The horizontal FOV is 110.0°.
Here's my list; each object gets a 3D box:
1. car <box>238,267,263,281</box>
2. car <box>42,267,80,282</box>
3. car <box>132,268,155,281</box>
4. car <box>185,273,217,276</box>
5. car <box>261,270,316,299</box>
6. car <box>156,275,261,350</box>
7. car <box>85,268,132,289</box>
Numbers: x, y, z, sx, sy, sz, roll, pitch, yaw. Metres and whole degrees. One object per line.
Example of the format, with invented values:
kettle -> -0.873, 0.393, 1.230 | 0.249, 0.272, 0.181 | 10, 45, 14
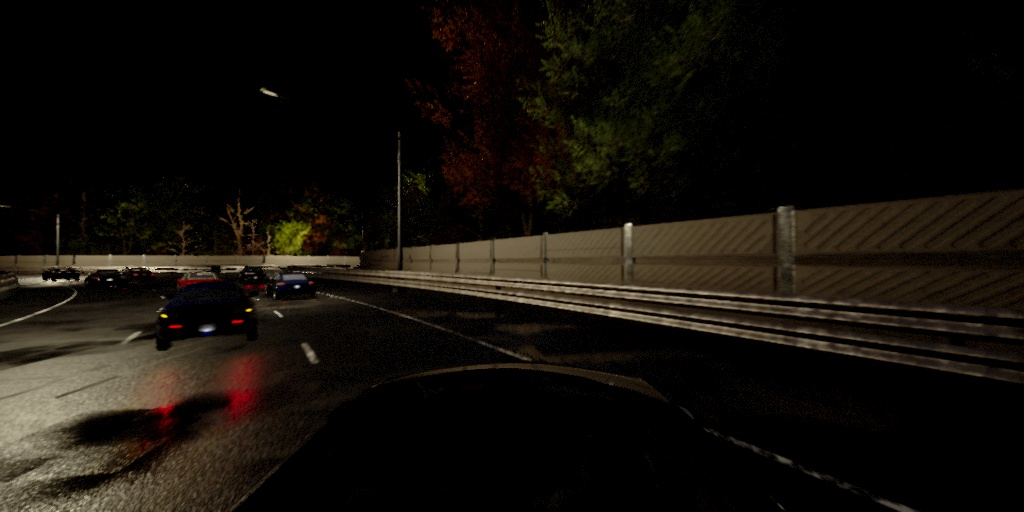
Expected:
car -> -24.330, 1.766, 33.642 | 2.128, 1.511, 4.902 | 0, -1, -41
car -> -48.012, 1.917, 38.163 | 4.902, 1.511, 2.128 | -1, -1, 27
car -> -39.183, 1.929, 37.374 | 5.357, 1.411, 2.033 | -1, -1, 31
car -> -19.827, 1.711, 22.748 | 4.718, 1.301, 1.895 | -1, -1, 44
car -> -12.704, 1.617, 20.524 | 1.994, 1.385, 4.181 | 0, -1, -41
car -> -7.981, 1.413, 9.612 | 1.812, 1.442, 4.674 | 0, -1, -37
car -> -32.160, 1.797, 28.436 | 4.181, 1.385, 1.994 | -1, -1, 36
